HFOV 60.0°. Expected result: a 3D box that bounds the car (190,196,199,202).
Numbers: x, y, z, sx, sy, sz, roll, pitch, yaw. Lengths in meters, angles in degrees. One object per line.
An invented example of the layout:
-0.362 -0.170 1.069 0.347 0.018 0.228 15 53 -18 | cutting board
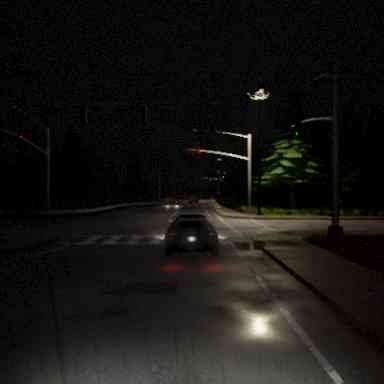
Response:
0.645 1.602 78.789 1.837 1.490 4.892 0 0 2 | car

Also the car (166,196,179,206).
-3.486 1.473 59.229 2.097 1.767 4.553 0 0 1 | car

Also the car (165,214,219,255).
-0.031 1.591 13.410 1.994 1.385 4.181 0 0 -1 | car

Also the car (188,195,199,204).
0.280 1.664 67.412 1.812 1.442 4.674 0 -1 2 | car
